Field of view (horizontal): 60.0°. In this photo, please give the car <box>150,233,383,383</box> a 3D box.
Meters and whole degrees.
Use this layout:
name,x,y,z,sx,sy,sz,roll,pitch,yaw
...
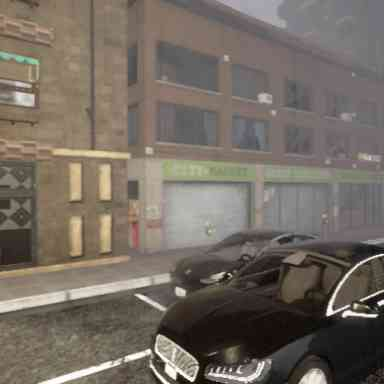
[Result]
name,x,y,z,sx,sy,sz,roll,pitch,yaw
car,1.777,1.509,4.641,4.892,1.490,1.837,0,0,-35

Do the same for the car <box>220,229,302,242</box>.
name,x,y,z,sx,sy,sz,roll,pitch,yaw
car,1.560,1.571,7.678,4.313,1.339,1.947,0,0,-35
